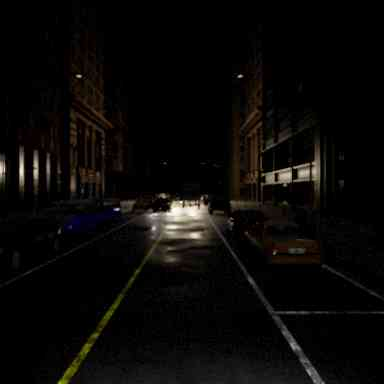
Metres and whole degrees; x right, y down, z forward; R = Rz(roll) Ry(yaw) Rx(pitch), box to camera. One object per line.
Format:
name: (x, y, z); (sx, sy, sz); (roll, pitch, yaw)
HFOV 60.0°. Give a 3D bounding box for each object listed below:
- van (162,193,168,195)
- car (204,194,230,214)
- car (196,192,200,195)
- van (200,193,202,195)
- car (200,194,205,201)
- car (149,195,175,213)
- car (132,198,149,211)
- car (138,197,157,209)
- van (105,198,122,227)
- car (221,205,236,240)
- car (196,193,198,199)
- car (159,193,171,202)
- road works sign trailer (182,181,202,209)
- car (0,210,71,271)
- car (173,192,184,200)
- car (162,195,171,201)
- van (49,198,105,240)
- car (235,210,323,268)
van: (-5.892, 1.209, 61.392); (1.690, 1.788, 3.998); (0, 0, 0)
car: (2.693, 1.236, 33.328); (2.192, 1.841, 5.009); (0, 0, 0)
car: (2.585, 1.412, 83.897); (1.802, 1.307, 4.206); (0, 0, 0)
van: (2.645, 1.220, 55.803); (1.690, 1.788, 3.998); (0, 0, 0)
car: (2.657, 1.439, 50.184); (2.008, 1.369, 4.403); (0, 0, 0)
car: (-3.169, 1.421, 35.797); (1.837, 1.490, 4.892); (0, 0, 0)
car: (-5.844, 1.434, 38.748); (1.752, 1.417, 4.829); (0, 0, 0)
car: (-5.857, 1.448, 44.543); (2.008, 1.369, 4.403); (0, 0, 0)
van: (-5.808, 1.286, 22.064); (1.690, 1.788, 3.998); (0, 0, 0)
car: (2.729, 1.525, 16.472); (1.947, 1.339, 4.313); (0, 0, 0)
car: (2.597, 1.422, 78.279); (1.802, 1.307, 4.206); (0, 0, 0)
car: (-5.916, 1.163, 72.629); (2.192, 1.841, 5.009); (0, 0, 0)
road works sign trailer: (-0.092, 0.365, 43.543); (2.380, 3.560, 2.880); (0, 0, 0)
car: (-5.784, 1.516, 10.827); (1.887, 1.381, 4.507); (0, 0, 0)
car: (-3.161, 1.040, 76.224); (1.882, 1.535, 5.008); (0, 0, 0)
car: (-5.927, 1.364, 78.078); (1.752, 1.417, 4.829); (0, 0, 0)
van: (-5.796, 1.299, 16.445); (1.690, 1.788, 3.998); (0, 0, 0)
car: (2.740, 1.498, 11.023); (1.752, 1.417, 4.829); (0, 0, 0)
